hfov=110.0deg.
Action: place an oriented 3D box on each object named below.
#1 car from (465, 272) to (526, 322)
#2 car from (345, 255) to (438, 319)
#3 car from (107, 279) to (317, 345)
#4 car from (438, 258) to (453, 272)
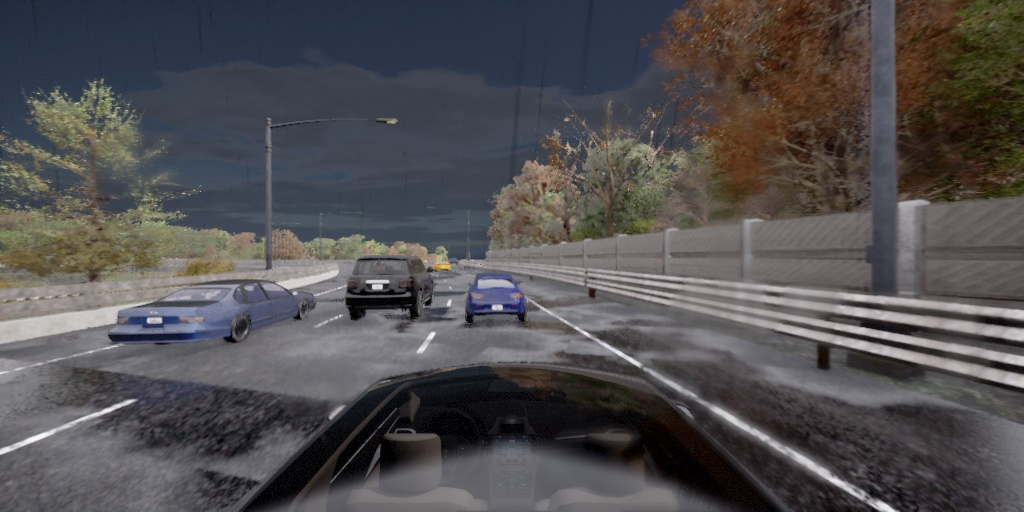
[{"bbox_3d":[-0.627,1.289,12.378,1.812,1.442,4.674,0,0,-5],"label":"car"},{"bbox_3d":[-4.201,0.999,13.113,2.150,2.045,5.566,0,0,-6],"label":"car"},{"bbox_3d":[-7.336,1.333,9.645,2.033,1.411,5.357,0,0,-5],"label":"car"},{"bbox_3d":[-9.531,1.313,48.609,1.882,1.535,5.008,0,0,-16],"label":"car"}]
